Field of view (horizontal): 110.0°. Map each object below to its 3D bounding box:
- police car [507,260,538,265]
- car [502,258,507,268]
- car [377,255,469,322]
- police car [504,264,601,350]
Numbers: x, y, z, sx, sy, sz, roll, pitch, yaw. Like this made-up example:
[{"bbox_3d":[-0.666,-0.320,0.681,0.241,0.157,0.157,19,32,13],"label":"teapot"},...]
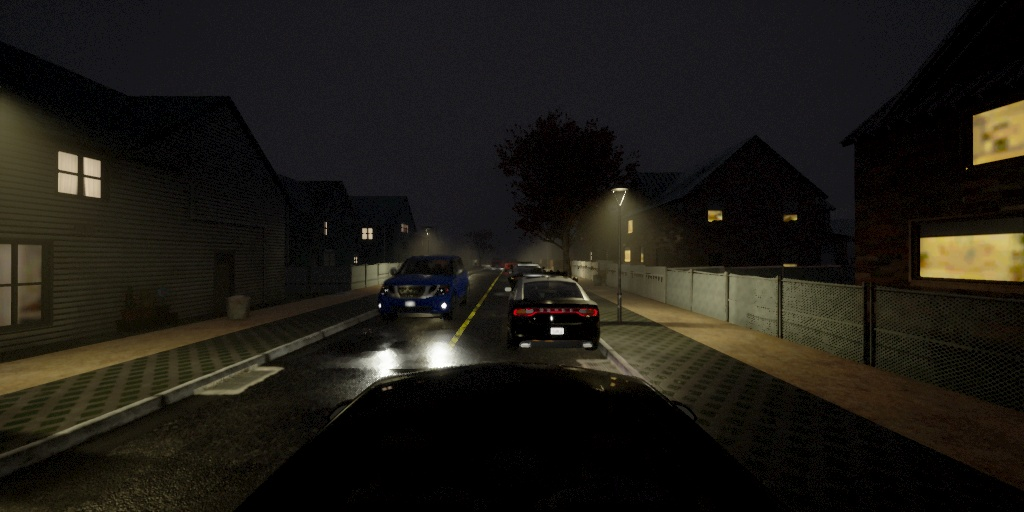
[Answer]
[{"bbox_3d":[0.853,1.184,19.178,1.930,1.638,5.238,0,0,0],"label":"police car"},{"bbox_3d":[0.116,1.209,47.991,2.097,1.767,4.553,0,0,1],"label":"car"},{"bbox_3d":[-2.832,0.976,12.737,2.150,2.045,5.566,0,0,0],"label":"car"},{"bbox_3d":[0.837,1.178,9.177,1.930,1.638,5.238,0,0,0],"label":"police car"}]
